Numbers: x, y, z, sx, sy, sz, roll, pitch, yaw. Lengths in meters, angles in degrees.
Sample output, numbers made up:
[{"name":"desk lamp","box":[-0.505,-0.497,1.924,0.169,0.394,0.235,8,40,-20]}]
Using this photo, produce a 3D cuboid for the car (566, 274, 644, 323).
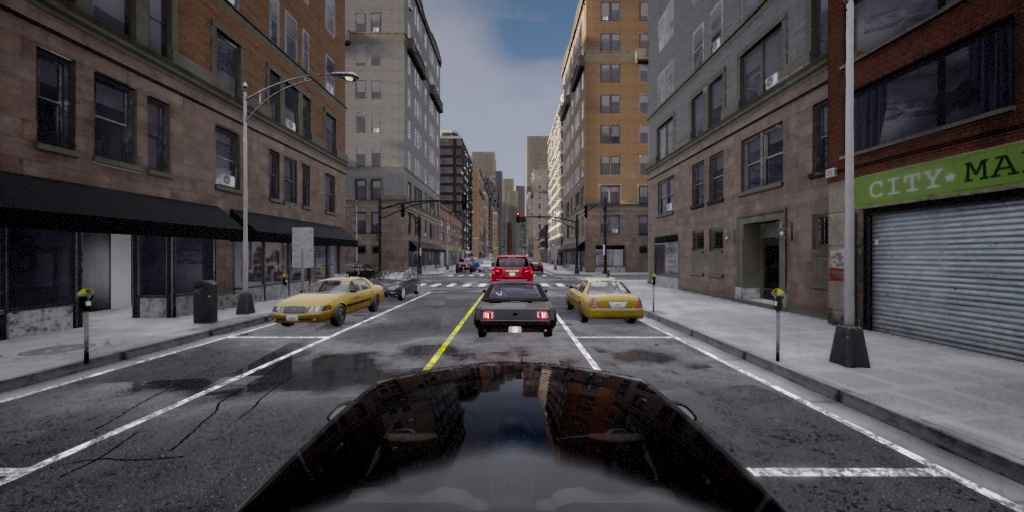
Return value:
[{"name":"car","box":[2.861,1.276,11.983,1.751,1.417,4.829,0,0,0]}]

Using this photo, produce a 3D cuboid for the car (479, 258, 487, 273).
[{"name":"car","box":[-3.081,1.288,44.717,1.812,1.442,4.674,0,0,0]}]

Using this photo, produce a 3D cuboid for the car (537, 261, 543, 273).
[{"name":"car","box":[2.874,1.307,44.112,1.888,1.381,4.507,0,0,0]}]

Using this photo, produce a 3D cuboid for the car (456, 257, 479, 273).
[{"name":"car","box":[-5.651,1.077,44.116,2.192,1.841,5.009,0,0,0]}]

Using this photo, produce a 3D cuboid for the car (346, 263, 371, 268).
[{"name":"car","box":[-12.338,1.298,29.441,4.674,1.442,1.812,0,0,-2]}]

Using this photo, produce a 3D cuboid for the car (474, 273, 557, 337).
[{"name":"car","box":[0.085,1.351,10.223,1.895,1.301,4.718,0,0,0]}]

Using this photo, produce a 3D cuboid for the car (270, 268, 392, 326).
[{"name":"car","box":[-5.664,1.276,11.647,1.751,1.417,4.829,0,0,0]}]

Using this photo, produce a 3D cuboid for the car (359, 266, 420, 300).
[{"name":"car","box":[-5.662,1.302,17.342,2.007,1.370,4.403,0,0,0]}]

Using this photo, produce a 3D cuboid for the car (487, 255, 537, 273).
[{"name":"car","box":[0.008,0.974,19.993,2.150,2.045,5.566,0,0,0]}]
